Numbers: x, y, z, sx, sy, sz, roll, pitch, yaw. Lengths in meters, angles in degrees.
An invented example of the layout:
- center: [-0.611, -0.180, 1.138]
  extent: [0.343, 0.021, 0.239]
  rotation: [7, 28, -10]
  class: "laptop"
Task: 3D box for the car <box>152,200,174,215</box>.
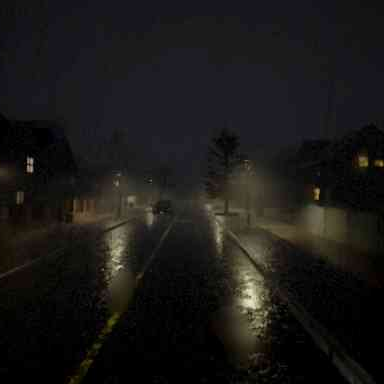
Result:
- center: [-2.746, 1.484, 32.703]
  extent: [2.033, 1.411, 5.357]
  rotation: [0, 0, 0]
  class: "car"
